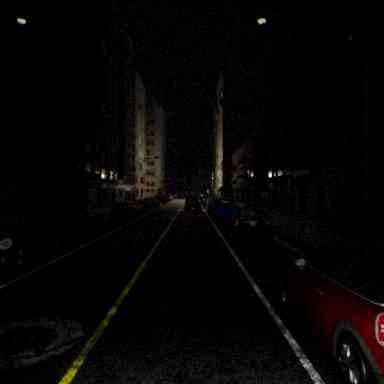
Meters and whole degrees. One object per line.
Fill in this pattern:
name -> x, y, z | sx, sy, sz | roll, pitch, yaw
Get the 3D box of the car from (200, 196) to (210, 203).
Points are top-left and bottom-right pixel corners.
car -> 2.662, 1.561, 67.541 | 1.947, 1.339, 4.313 | 0, 0, 0

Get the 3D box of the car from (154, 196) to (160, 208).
car -> -5.861, 1.547, 44.854 | 1.887, 1.381, 4.507 | 0, 0, 0

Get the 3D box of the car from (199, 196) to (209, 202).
car -> 2.662, 1.544, 73.210 | 2.008, 1.369, 4.403 | 0, 0, 0

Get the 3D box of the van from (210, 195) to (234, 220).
van -> 2.665, 1.345, 27.856 | 1.690, 1.788, 3.998 | 0, 0, 0

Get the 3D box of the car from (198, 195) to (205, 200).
car -> 2.661, 1.500, 90.389 | 1.752, 1.417, 4.829 | 0, 0, 0

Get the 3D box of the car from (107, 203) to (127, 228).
car -> -5.860, 1.586, 22.181 | 1.802, 1.307, 4.206 | 0, 0, 0

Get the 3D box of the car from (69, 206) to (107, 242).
car -> -5.859, 1.569, 16.513 | 1.947, 1.339, 4.313 | 0, 0, 0

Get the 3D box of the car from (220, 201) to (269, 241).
car -> 2.667, 1.444, 16.517 | 1.967, 1.590, 4.097 | 0, 0, 0

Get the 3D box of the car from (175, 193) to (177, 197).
car -> -5.864, 1.525, 90.201 | 2.008, 1.369, 4.403 | 0, 0, 0

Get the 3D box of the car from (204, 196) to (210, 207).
car -> 2.665, 1.554, 39.195 | 2.008, 1.369, 4.403 | 0, 0, 0

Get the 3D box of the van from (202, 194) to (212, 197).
van -> 2.664, 1.343, 44.864 | 1.690, 1.788, 3.998 | 0, 0, 0

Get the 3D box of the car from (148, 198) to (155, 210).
car -> -5.861, 1.569, 39.186 | 1.947, 1.339, 4.313 | 0, 0, 0

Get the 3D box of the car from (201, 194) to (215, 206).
car -> 2.663, 1.314, 56.202 | 2.192, 1.841, 5.009 | 0, 0, 0

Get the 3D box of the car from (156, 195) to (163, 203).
car -> -5.862, 1.526, 50.353 | 1.752, 1.417, 4.829 | 0, 0, 0

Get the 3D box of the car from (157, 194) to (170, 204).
car -> -5.863, 1.312, 61.859 | 2.192, 1.841, 5.009 | 0, 0, 0

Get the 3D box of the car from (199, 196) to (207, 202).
car -> 2.662, 1.571, 78.880 | 1.802, 1.307, 4.206 | 0, 0, 0

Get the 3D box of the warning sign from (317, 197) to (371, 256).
warning sign -> 5.068, 1.118, 11.173 | 1.300, 1.860, 1.060 | 0, 0, 0

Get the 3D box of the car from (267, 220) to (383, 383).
car -> 2.668, 1.441, 5.179 | 1.967, 1.590, 4.097 | 0, 0, 0

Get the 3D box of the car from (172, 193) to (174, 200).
car -> -5.864, 1.515, 78.694 | 1.752, 1.417, 4.829 | 0, 0, 0

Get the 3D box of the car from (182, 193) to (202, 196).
car -> 0.025, 1.353, 48.072 | 2.097, 1.767, 4.553 | 0, 0, 0

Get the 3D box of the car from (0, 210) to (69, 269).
car -> -5.859, 1.443, 10.844 | 1.967, 1.590, 4.097 | 0, 0, 0

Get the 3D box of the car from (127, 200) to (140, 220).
car -> -5.860, 1.570, 27.850 | 1.947, 1.339, 4.313 | 0, 0, 0

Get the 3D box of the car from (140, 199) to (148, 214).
car -> -5.860, 1.530, 33.348 | 1.752, 1.417, 4.829 | 0, 0, 0

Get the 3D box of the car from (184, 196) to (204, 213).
car -> 0.113, 1.529, 36.924 | 1.812, 1.442, 4.674 | 0, 0, 0

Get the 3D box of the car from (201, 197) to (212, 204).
car -> 2.663, 1.563, 61.872 | 1.947, 1.339, 4.313 | 0, 0, 0

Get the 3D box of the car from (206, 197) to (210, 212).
car -> 2.665, 1.529, 33.695 | 1.752, 1.417, 4.829 | 0, 0, 0
